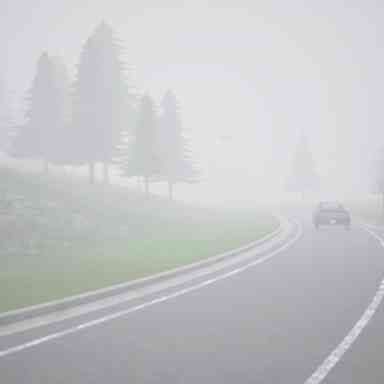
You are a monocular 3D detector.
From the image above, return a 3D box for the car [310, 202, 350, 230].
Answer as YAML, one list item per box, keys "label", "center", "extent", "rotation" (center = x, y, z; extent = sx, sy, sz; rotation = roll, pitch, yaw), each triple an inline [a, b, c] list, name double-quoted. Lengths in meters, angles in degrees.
- label: "car"
  center: [8.294, 1.348, 20.084]
  extent: [2.128, 1.511, 4.902]
  rotation: [0, 0, 18]
